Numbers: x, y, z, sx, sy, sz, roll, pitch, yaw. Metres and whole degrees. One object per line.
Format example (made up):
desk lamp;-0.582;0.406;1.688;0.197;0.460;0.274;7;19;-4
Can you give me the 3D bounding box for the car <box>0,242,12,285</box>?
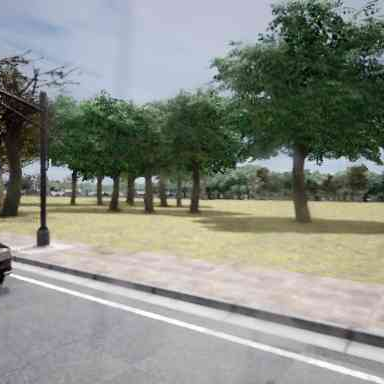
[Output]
car;-6.348;1.512;8.209;4.902;1.511;2.128;0;0;36
